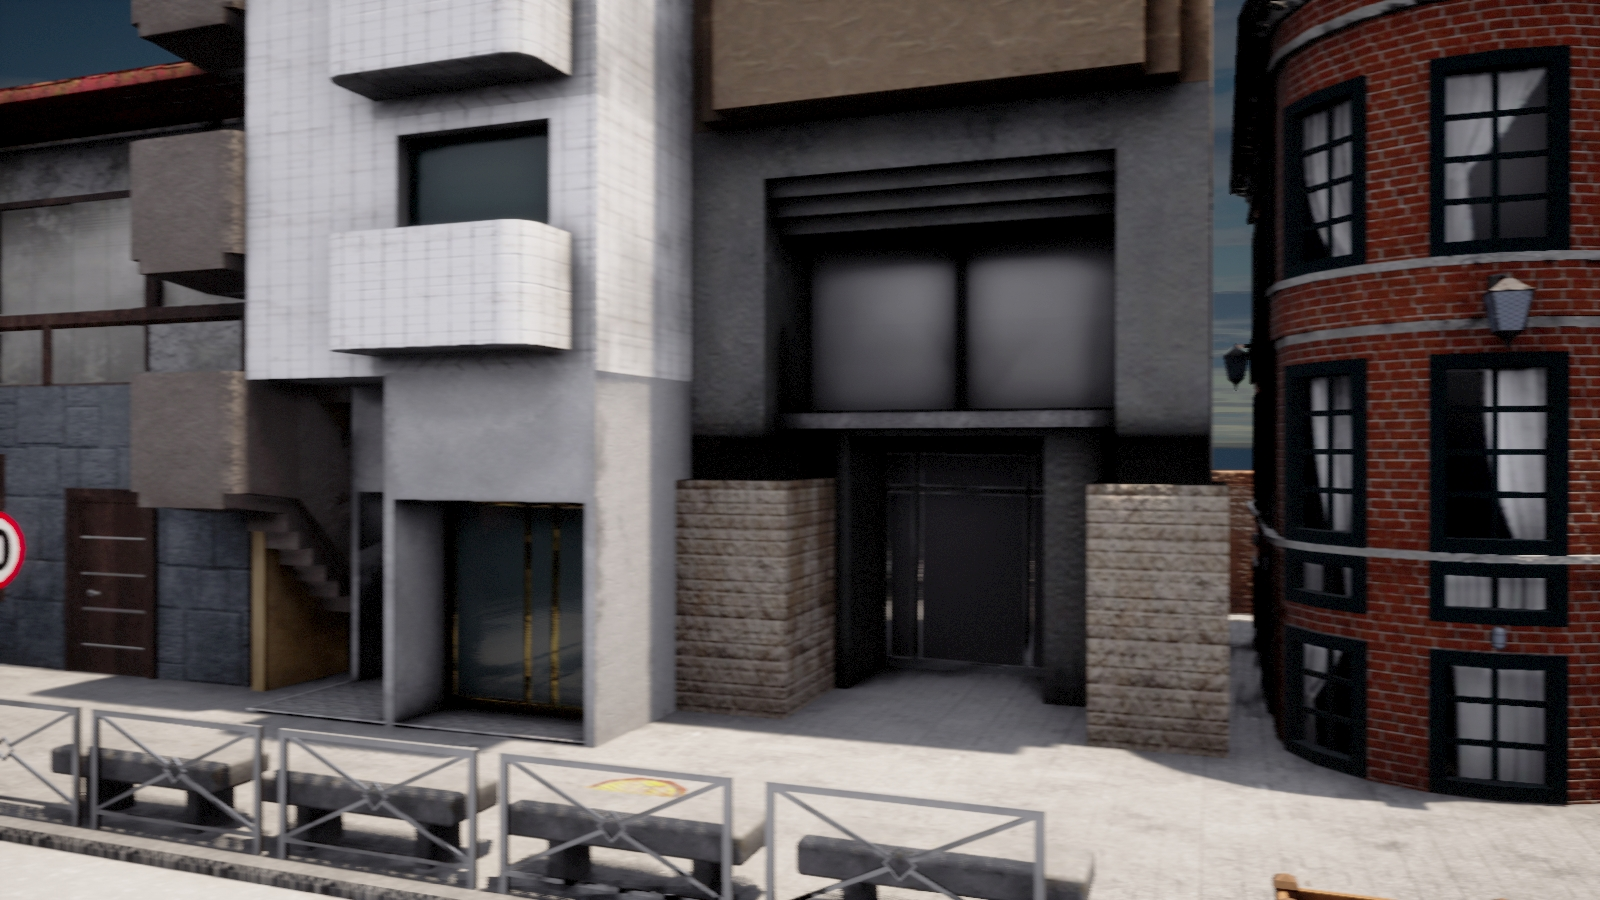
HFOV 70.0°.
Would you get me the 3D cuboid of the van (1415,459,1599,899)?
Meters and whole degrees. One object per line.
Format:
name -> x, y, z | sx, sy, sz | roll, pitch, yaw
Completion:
van -> 4.641, 1.316, 2.144 | 5.915, 2.561, 1.988 | 0, 0, 20
